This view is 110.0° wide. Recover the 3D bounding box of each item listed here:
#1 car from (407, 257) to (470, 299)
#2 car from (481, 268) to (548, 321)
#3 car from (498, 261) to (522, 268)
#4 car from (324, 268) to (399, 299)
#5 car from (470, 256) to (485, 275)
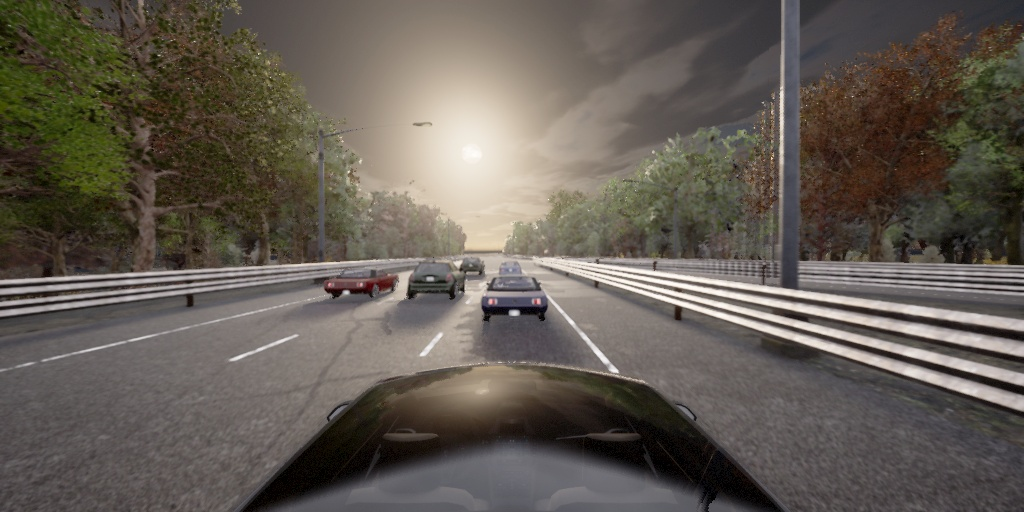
[{"bbox_3d":[-3.489,0.977,17.334,2.097,1.767,4.553,0,0,-1],"label":"car"},{"bbox_3d":[0.059,1.266,12.089,1.895,1.301,4.718,0,0,0],"label":"car"},{"bbox_3d":[-0.146,1.084,29.035,2.033,1.411,5.357,0,0,-1],"label":"car"},{"bbox_3d":[-6.984,1.227,17.283,1.895,1.301,4.718,0,0,-1],"label":"car"},{"bbox_3d":[-3.760,0.849,34.521,2.097,1.767,4.553,0,0,-1],"label":"car"}]
